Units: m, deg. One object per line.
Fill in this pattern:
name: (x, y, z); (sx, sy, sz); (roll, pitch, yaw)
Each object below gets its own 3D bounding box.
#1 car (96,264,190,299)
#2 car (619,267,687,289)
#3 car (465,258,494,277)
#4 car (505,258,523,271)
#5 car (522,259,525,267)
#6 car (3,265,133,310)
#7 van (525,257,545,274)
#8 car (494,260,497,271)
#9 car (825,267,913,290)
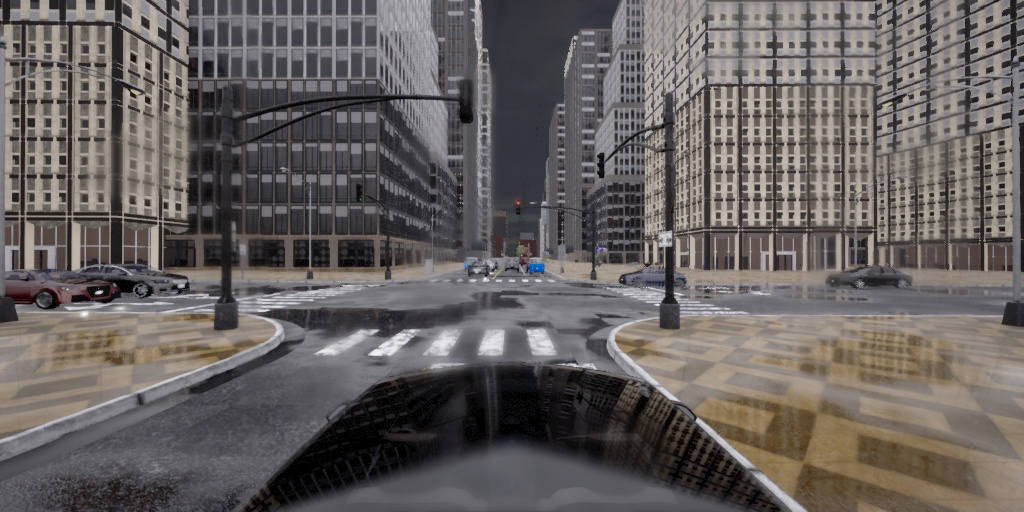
car: (-17.809, 1.108, 16.606); (4.902, 1.511, 2.128); (0, 0, -1)
car: (9.408, 1.418, 24.078); (4.181, 1.385, 1.994); (0, 0, 1)
car: (-3.231, 1.240, 35.623); (2.128, 1.511, 4.902); (0, 0, 0)
car: (0.020, 1.295, 48.516); (2.033, 1.411, 5.357); (0, 0, 0)
car: (2.618, 1.292, 45.327); (1.888, 1.381, 4.507); (0, 0, 0)
car: (-17.424, 1.168, 13.362); (4.181, 1.385, 1.994); (0, 0, -1)
van: (2.687, 1.088, 39.789); (1.690, 1.789, 3.998); (0, 0, 0)
car: (-3.191, 1.273, 45.797); (1.812, 1.442, 4.674); (0, 0, 0)
car: (24.016, 1.455, 24.180); (4.892, 1.490, 1.837); (1, 0, -1)
